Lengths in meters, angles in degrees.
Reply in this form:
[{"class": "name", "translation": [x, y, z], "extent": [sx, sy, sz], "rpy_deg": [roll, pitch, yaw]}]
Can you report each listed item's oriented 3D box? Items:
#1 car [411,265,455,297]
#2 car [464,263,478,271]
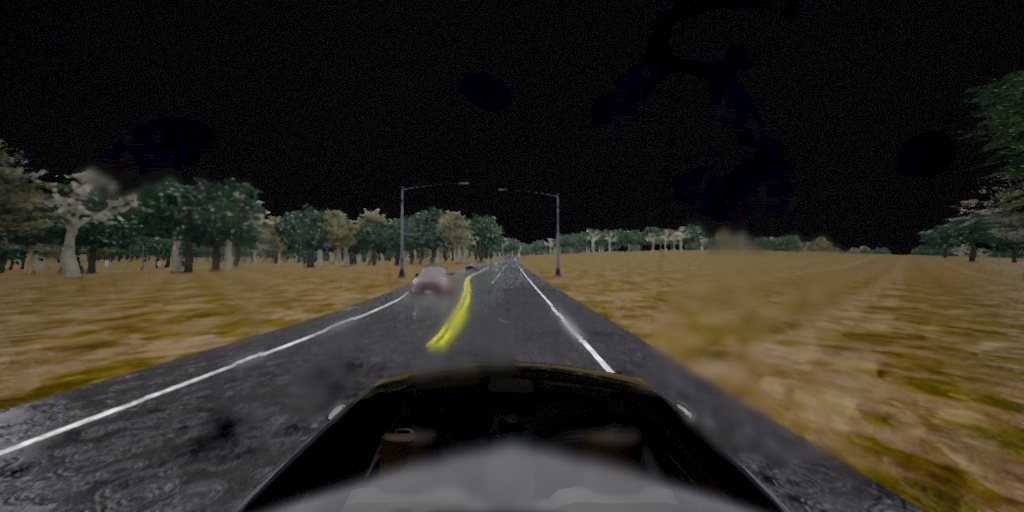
[{"class": "car", "translation": [-4.475, 1.366, 20.874], "extent": [2.097, 1.767, 4.553], "rpy_deg": [0, -1, -6]}, {"class": "car", "translation": [-7.036, 1.947, 61.765], "extent": [1.895, 1.301, 4.718], "rpy_deg": [0, 0, 1]}]
